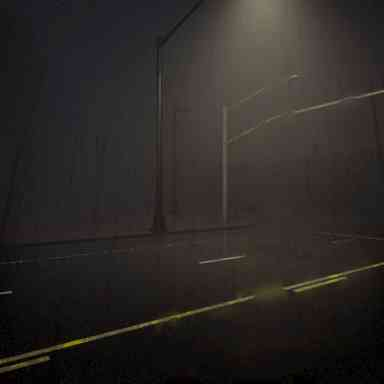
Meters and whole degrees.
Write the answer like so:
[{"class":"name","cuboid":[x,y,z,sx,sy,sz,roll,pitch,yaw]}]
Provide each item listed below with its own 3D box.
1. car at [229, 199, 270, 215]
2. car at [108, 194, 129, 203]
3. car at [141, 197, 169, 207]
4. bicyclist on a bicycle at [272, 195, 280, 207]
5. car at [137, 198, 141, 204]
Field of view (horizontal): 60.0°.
[{"class":"car","cuboid":[5.896,1.491,34.539,2.128,1.511,4.902,0,0,-36]},{"class":"car","cuboid":[-14.281,1.093,62.977,1.882,1.535,5.008,0,0,-36]},{"class":"car","cuboid":[-5.330,1.601,50.278,1.895,1.301,4.718,0,0,-35]},{"class":"bicyclist on a bicycle","cuboid":[11.543,1.303,45.535,1.656,1.620,0.582,0,0,-36]},{"class":"car","cuboid":[-8.559,1.564,61.070,1.994,1.385,4.181,0,0,-35]}]
